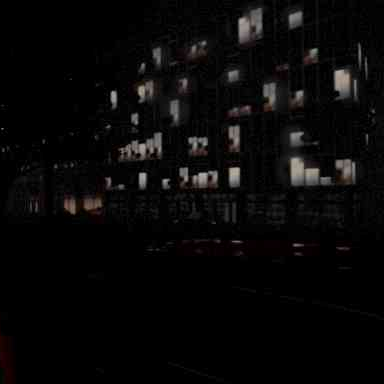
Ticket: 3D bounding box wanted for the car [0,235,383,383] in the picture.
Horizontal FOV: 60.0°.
[{"bbox_3d":[-0.025,1.334,2.896,5.009,1.841,2.192,-1,-1,36],"label":"car"}]
